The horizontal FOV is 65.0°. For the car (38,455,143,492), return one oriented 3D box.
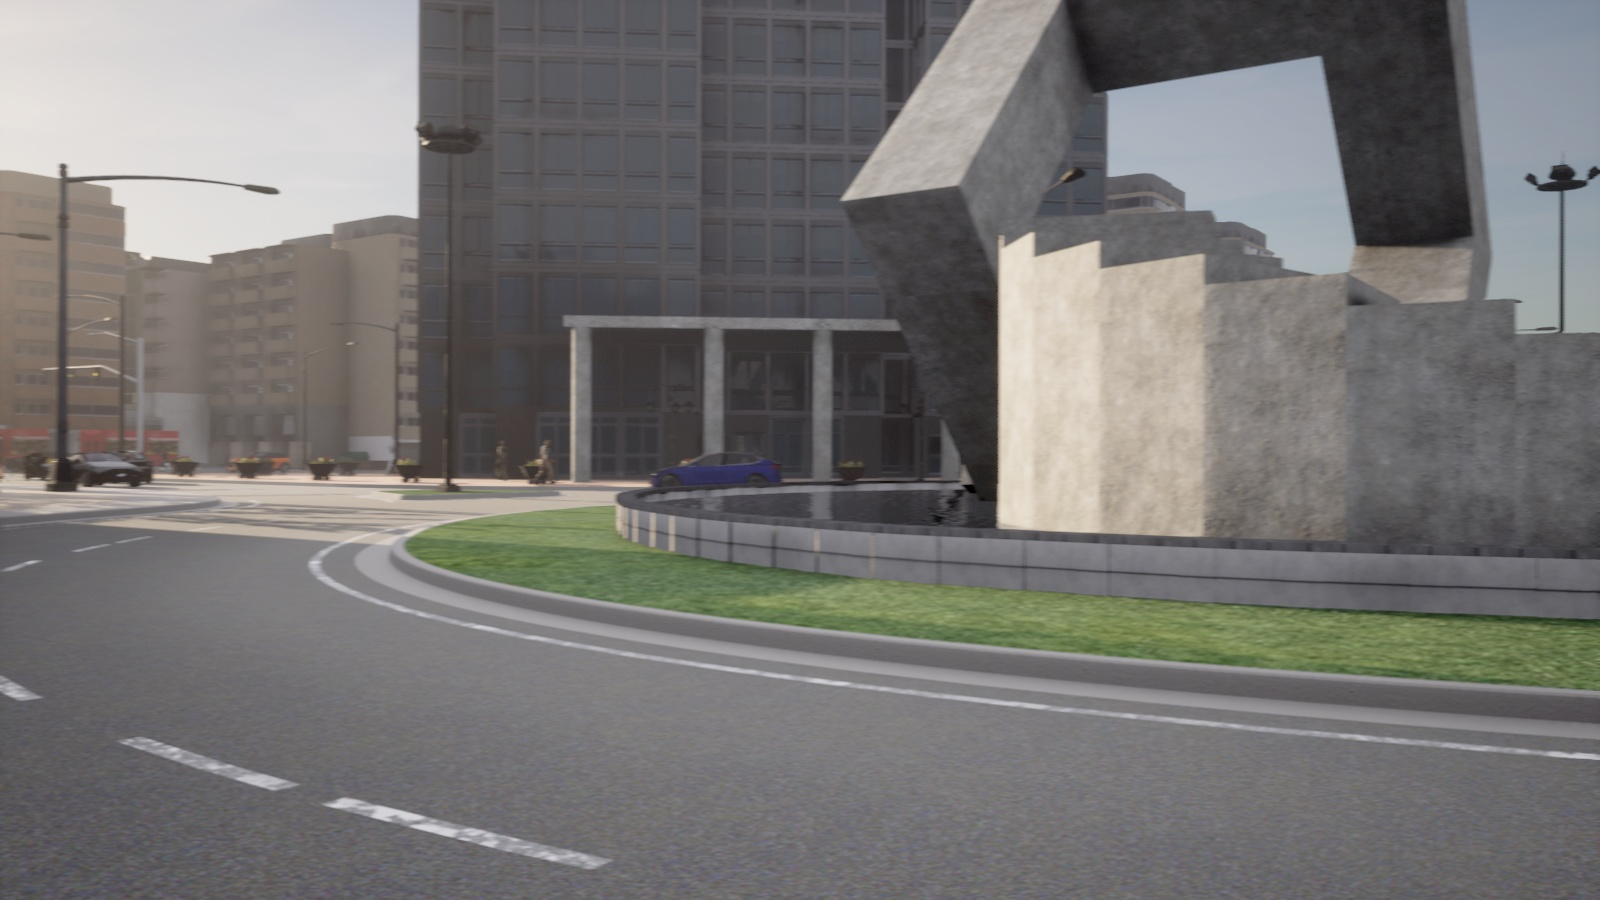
[{"bbox_3d":[-27.809,0.895,49.199,4.181,1.385,1.994,0,0,35],"label":"car"}]

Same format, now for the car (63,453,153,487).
[{"bbox_3d":[-30.529,0.856,55.379,4.193,1.474,1.816,0,0,35],"label":"car"}]

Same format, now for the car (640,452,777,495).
[{"bbox_3d":[-3.257,0.809,44.834,4.792,1.488,2.163,0,0,-4],"label":"car"}]

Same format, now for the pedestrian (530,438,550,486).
[{"bbox_3d":[-10.000,0.471,48.366,0.694,1.848,0.540,0,0,-5],"label":"pedestrian"}]

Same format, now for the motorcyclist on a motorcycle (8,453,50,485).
[{"bbox_3d":[-36.634,0.887,59.660,2.191,1.530,0.866,0,0,35],"label":"motorcyclist on a motorcycle"}]

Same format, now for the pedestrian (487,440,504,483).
[{"bbox_3d":[-13.578,0.514,55.973,0.692,1.930,0.396,0,0,32],"label":"pedestrian"}]

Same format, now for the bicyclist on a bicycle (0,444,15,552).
[{"bbox_3d":[-12.334,0.715,18.440,0.866,1.612,1.509,1,0,-11],"label":"bicyclist on a bicycle"}]
